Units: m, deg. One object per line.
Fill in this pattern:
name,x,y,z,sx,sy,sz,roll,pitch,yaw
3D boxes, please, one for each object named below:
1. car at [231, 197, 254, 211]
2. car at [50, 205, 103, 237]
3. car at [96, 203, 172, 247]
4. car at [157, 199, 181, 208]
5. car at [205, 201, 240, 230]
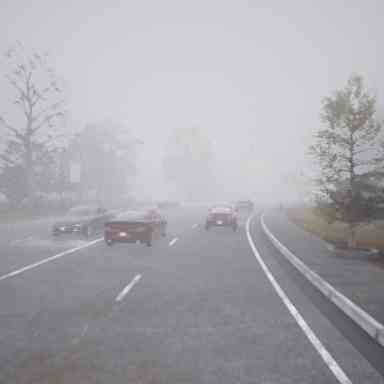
car,6.571,1.549,41.076,2.128,1.511,4.902,0,0,17
car,-5.770,1.497,18.072,1.837,1.490,4.892,0,0,8
car,-2.399,1.481,15.233,1.882,1.535,5.008,0,0,6
car,-3.208,1.611,45.604,1.895,1.301,4.718,0,0,18
car,1.922,1.549,21.068,1.812,1.442,4.674,0,0,9
